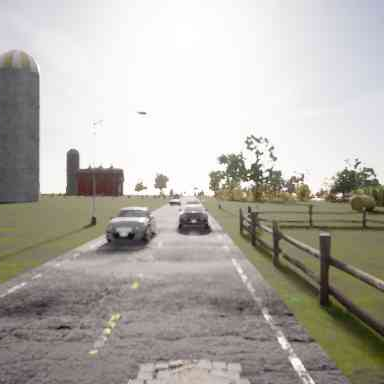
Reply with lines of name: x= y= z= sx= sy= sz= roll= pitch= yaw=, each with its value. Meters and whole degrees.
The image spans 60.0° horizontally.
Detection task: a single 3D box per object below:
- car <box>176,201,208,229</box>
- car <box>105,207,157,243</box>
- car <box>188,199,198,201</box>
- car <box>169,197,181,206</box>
car: x=0.099 y=1.540 z=21.897 sx=1.812 sy=1.442 sz=4.674 roll=0 pitch=0 yaw=0
car: x=-2.850 y=1.501 z=16.316 sx=2.128 sy=1.511 sz=4.902 roll=0 pitch=0 yaw=0
car: x=0.097 y=1.602 z=42.773 sx=1.994 sy=1.385 sz=4.181 roll=0 pitch=0 yaw=0
car: x=-2.799 y=1.607 z=57.360 sx=2.033 sy=1.411 sz=5.357 roll=0 pitch=0 yaw=1
